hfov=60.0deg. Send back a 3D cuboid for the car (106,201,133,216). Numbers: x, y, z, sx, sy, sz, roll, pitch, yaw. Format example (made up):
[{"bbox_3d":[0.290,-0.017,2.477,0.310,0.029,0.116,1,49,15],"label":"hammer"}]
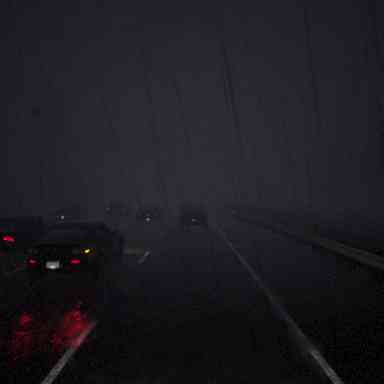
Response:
[{"bbox_3d":[-7.335,1.709,33.961,2.097,1.767,4.553,0,-1,-3],"label":"car"}]

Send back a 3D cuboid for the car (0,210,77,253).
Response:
[{"bbox_3d":[-6.888,1.694,13.878,2.033,1.411,5.357,0,-1,0],"label":"car"}]

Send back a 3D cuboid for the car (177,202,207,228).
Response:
[{"bbox_3d":[0.049,1.734,24.333,1.882,1.535,5.008,0,0,-1],"label":"car"}]

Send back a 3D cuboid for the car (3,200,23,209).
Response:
[{"bbox_3d":[-31.848,2.148,59.379,1.812,1.442,4.674,0,0,-11],"label":"car"}]

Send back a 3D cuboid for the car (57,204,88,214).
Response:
[{"bbox_3d":[-10.604,1.814,29.414,1.837,1.490,4.892,0,-1,-2],"label":"car"}]

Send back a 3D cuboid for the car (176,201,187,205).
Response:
[{"bbox_3d":[-0.901,1.913,41.481,1.882,1.535,5.008,0,-1,-5],"label":"car"}]

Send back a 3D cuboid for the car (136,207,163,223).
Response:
[{"bbox_3d":[-3.551,1.901,28.536,1.895,1.301,4.718,0,-1,-2],"label":"car"}]

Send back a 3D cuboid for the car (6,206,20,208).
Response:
[{"bbox_3d":[-27.111,2.075,52.421,1.812,1.442,4.674,0,-1,-9],"label":"car"}]

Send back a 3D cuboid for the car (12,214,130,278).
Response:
[{"bbox_3d":[-3.390,1.636,10.413,1.812,1.442,4.674,0,-1,0],"label":"car"}]
